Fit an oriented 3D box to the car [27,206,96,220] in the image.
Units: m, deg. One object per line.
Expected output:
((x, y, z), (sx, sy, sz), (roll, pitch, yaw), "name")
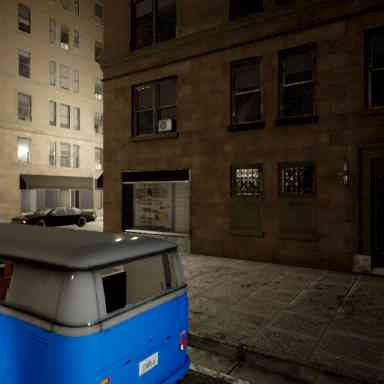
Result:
((-8.771, 1.627, 21.486), (2.033, 1.411, 5.357), (0, 0, 33), "car")

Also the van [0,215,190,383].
((-1.948, 1.341, 4.074), (3.998, 1.788, 1.690), (0, 0, 33), "van")
